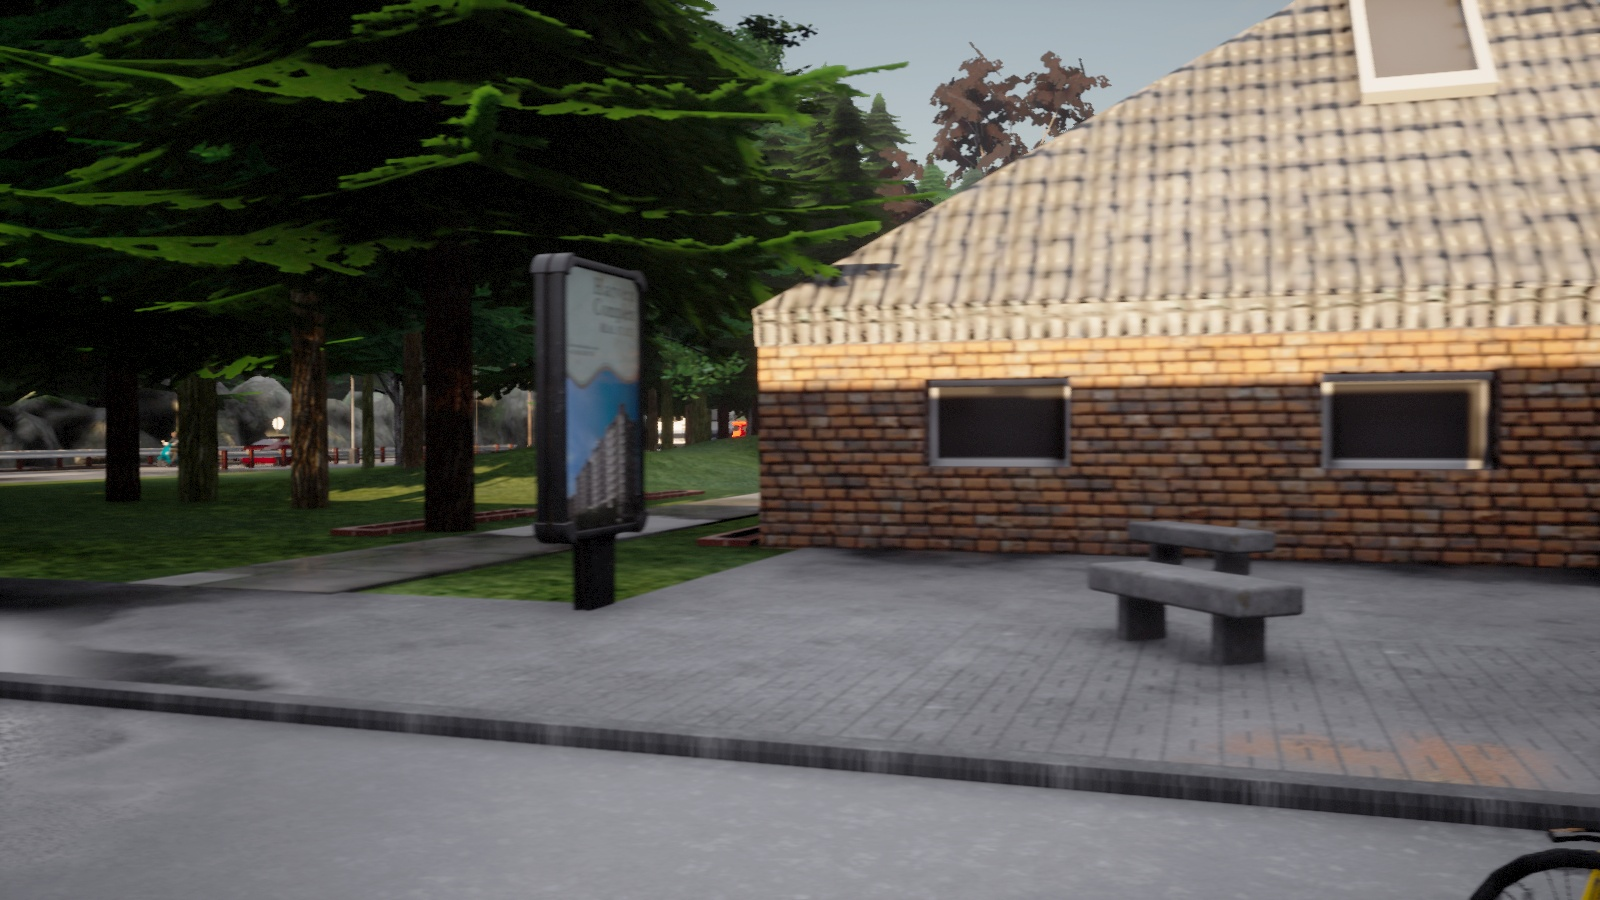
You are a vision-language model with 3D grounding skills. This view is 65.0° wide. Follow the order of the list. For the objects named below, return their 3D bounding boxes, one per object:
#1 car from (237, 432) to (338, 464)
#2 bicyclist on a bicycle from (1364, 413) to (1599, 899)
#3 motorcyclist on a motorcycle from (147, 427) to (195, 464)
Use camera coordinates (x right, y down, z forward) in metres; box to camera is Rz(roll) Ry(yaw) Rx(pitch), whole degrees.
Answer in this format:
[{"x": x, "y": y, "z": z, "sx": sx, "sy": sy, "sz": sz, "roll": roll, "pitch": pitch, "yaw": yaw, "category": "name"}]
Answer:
[{"x": -23.093, "y": -0.102, "z": 56.789, "sx": 1.994, "sy": 1.385, "sz": 4.181, "roll": 1, "pitch": 1, "yaw": 18, "category": "car"}, {"x": 2.213, "y": 0.724, "z": 2.975, "sx": 1.509, "sy": 1.612, "sz": 0.866, "roll": 0, "pitch": 1, "yaw": 19, "category": "bicyclist on a bicycle"}, {"x": -27.759, "y": -0.207, "z": 55.411, "sx": 0.866, "sy": 1.590, "sz": 1.817, "roll": 1, "pitch": 1, "yaw": 18, "category": "motorcyclist on a motorcycle"}]
